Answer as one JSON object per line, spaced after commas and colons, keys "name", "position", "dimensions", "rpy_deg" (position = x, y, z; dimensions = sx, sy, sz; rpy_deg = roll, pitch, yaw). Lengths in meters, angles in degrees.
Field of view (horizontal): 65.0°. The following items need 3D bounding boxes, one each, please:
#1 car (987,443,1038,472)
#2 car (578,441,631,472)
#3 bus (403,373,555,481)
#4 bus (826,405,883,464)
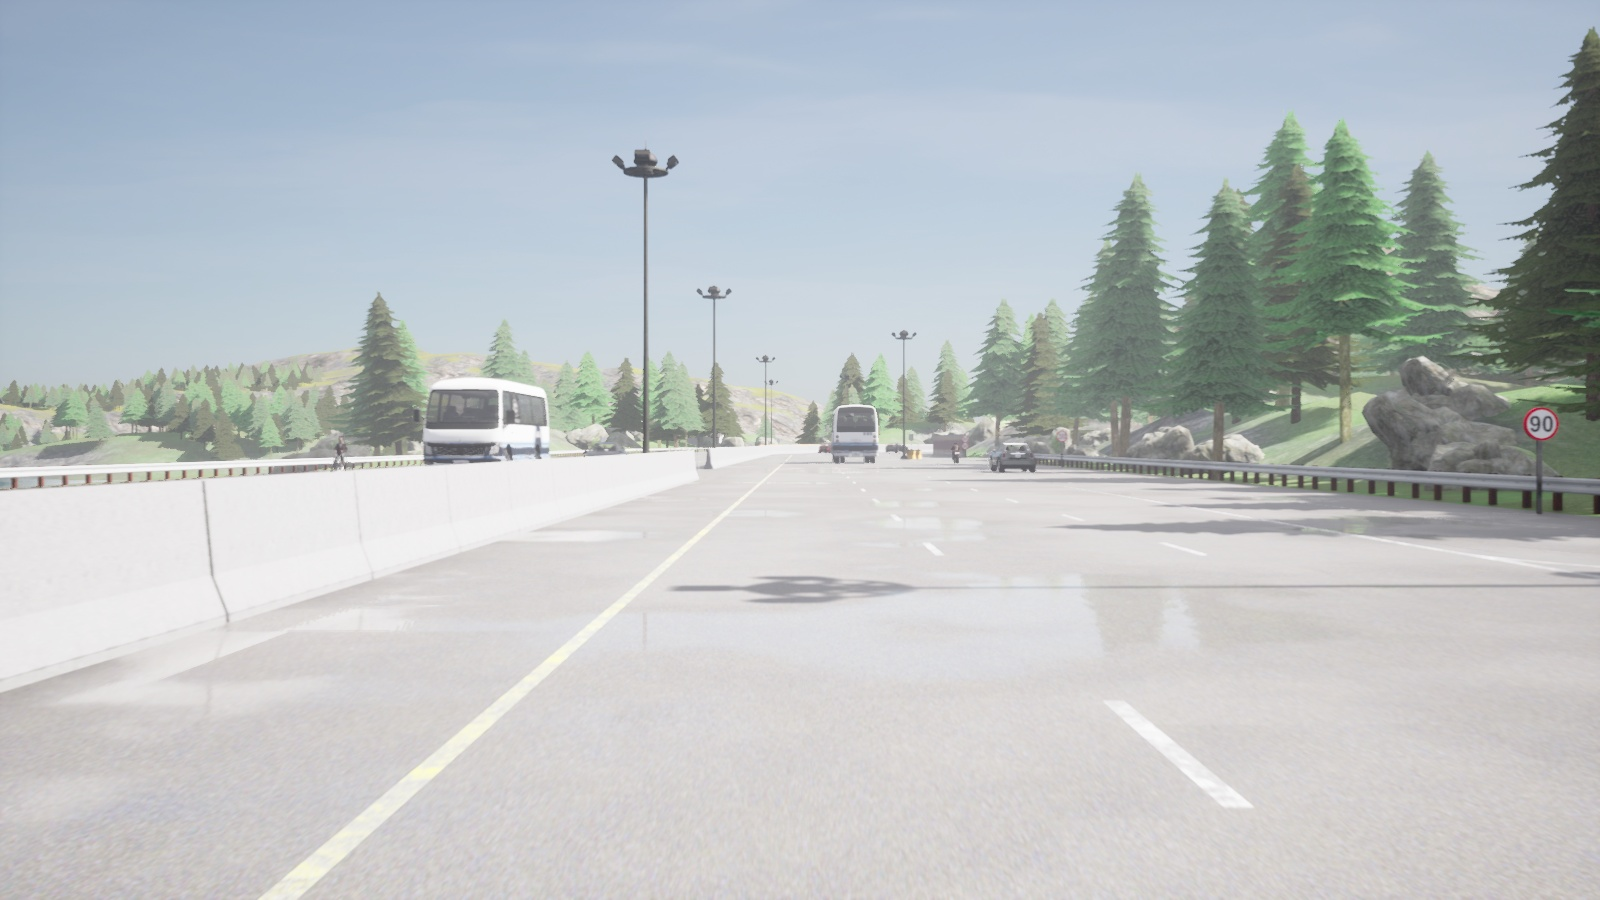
{"name": "car", "position": [10.886, 0.357, 64.516], "dimensions": [1.970, 1.475, 3.806], "rpy_deg": [0, 0, 0]}
{"name": "car", "position": [-10.109, 0.318, 65.153], "dimensions": [2.007, 1.525, 4.514], "rpy_deg": [0, 0, 0]}
{"name": "bus", "position": [-13.669, -0.950, 54.734], "dimensions": [3.944, 4.253, 10.273], "rpy_deg": [0, 0, 0]}
{"name": "bus", "position": [4.071, -1.169, 96.187], "dimensions": [3.944, 4.253, 10.273], "rpy_deg": [0, 0, 0]}
